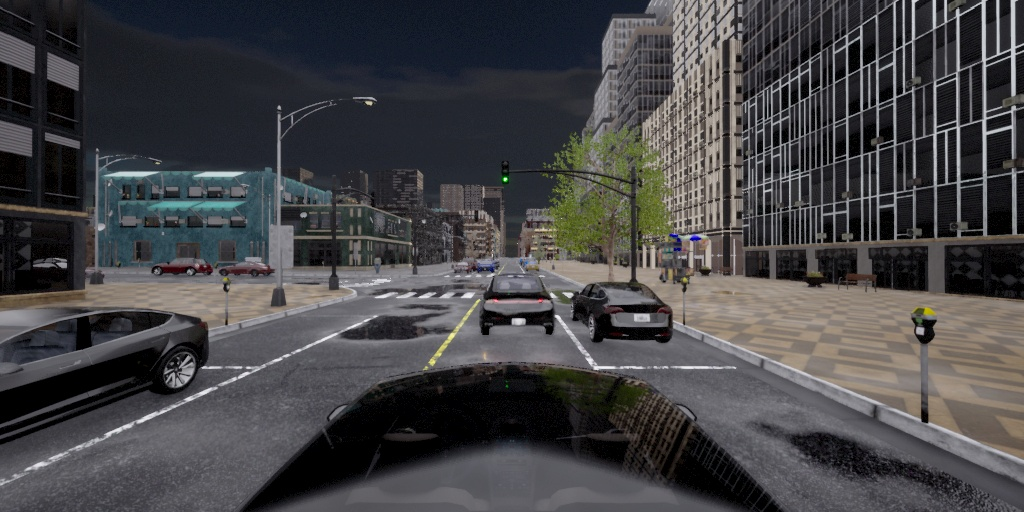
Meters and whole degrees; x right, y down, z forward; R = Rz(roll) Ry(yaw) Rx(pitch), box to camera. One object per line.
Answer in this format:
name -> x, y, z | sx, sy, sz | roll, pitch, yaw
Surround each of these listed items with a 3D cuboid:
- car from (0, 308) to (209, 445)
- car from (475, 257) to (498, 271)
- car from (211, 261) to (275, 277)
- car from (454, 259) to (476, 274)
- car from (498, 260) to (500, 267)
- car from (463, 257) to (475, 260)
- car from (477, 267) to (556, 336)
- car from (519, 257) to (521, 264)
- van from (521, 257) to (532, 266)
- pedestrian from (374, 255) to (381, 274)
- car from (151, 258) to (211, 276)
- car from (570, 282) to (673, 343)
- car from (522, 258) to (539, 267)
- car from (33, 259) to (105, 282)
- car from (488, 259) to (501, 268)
car -> -5.689, 1.316, 3.972 | 1.948, 1.339, 4.313 | 0, 0, 0
car -> -3.103, 1.230, 43.661 | 1.882, 1.535, 5.008 | 0, 0, 0
car -> -22.823, 1.090, 30.900 | 4.207, 1.307, 1.802 | 0, 0, -1
car -> -5.692, 1.334, 41.987 | 1.802, 1.307, 4.207 | 0, 0, 0
car -> -3.082, 1.318, 53.512 | 1.994, 1.385, 4.181 | 0, 0, 1
car -> -5.692, 1.068, 47.538 | 2.192, 1.841, 5.009 | 0, 0, 0
car -> 0.109, 1.243, 10.406 | 2.128, 1.511, 4.902 | 0, 0, -1
car -> 2.687, 1.305, 64.194 | 2.007, 1.370, 4.403 | 0, 0, 0
van -> 2.688, 1.094, 53.093 | 1.690, 1.789, 3.998 | 0, 0, 0
pedestrian -> -12.751, 0.789, 33.992 | 0.375, 1.860, 0.375 | 0, -1, -1
car -> -28.370, 0.879, 30.822 | 4.097, 1.591, 1.967 | 0, 0, -1
car -> 2.691, 1.316, 9.512 | 1.948, 1.339, 4.313 | 0, 0, 0
car -> 2.688, 1.278, 47.711 | 1.751, 1.417, 4.829 | 0, 0, 0
car -> -28.251, 0.980, 22.442 | 4.207, 1.307, 1.802 | 0, 0, -1
car -> -3.064, 1.302, 63.960 | 2.033, 1.411, 5.357 | 0, 0, 0
